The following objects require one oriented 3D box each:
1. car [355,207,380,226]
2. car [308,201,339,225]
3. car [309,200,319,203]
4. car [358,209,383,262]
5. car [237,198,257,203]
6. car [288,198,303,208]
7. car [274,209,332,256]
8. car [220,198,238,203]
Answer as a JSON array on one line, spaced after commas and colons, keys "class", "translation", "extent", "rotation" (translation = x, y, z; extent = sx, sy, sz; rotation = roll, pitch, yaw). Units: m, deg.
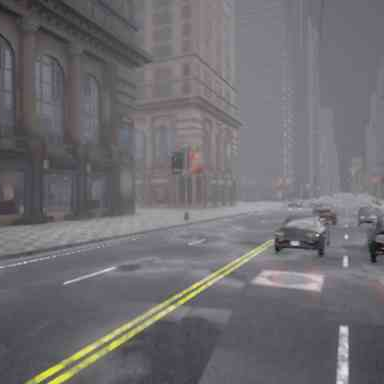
[{"class": "car", "translation": [13.341, 1.791, 24.882], "extent": [2.033, 1.411, 5.357], "rotation": [0, -1, 25]}, {"class": "car", "translation": [10.821, 1.776, 27.150], "extent": [1.837, 1.490, 4.892], "rotation": [0, 0, 25]}, {"class": "car", "translation": [21.208, 2.091, 57.274], "extent": [1.812, 1.442, 4.674], "rotation": [0, -1, 26]}, {"class": "car", "translation": [7.432, 1.612, 12.187], "extent": [2.128, 1.511, 4.902], "rotation": [0, -1, 25]}, {"class": "car", "translation": [15.381, 2.320, 90.899], "extent": [4.507, 1.381, 1.887], "rotation": [0, 0, 25]}, {"class": "car", "translation": [18.306, 1.936, 58.748], "extent": [2.097, 1.767, 4.553], "rotation": [0, -1, 26]}, {"class": "car", "translation": [4.654, 1.665, 13.912], "extent": [1.812, 1.442, 4.674], "rotation": [0, 0, 25]}, {"class": "car", "translation": [10.423, 2.284, 93.175], "extent": [4.829, 1.417, 1.752], "rotation": [0, 0, 25]}]
